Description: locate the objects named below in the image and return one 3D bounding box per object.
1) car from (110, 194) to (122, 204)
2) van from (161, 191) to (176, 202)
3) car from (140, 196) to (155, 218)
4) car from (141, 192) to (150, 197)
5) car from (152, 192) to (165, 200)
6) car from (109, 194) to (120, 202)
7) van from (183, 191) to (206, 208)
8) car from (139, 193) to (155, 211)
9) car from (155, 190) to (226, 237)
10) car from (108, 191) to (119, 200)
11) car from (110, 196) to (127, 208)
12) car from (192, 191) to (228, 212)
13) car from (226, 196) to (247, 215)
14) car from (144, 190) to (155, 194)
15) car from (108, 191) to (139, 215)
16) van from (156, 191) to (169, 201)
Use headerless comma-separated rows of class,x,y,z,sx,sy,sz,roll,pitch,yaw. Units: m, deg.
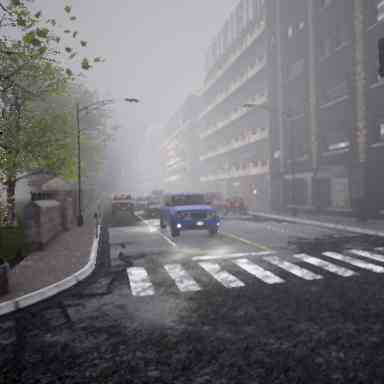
car,-11.941,1.109,52.171,1.752,1.417,4.829,0,1,-14
van,-3.872,0.719,54.425,1.690,1.788,3.998,0,1,-14
car,-2.715,1.295,26.728,1.994,1.385,4.181,-1,1,-15
car,-12.148,0.685,86.515,1.947,1.339,4.313,0,1,-14
car,-6.672,0.816,65.286,1.752,1.417,4.829,0,1,-14
car,-14.742,1.047,63.032,2.008,1.369,4.403,0,1,-14
van,0.268,0.848,38.379,1.690,1.788,3.998,0,1,-14
car,-5.208,1.200,36.410,2.033,1.411,5.357,-1,1,-15
car,-0.332,1.027,17.453,2.150,2.045,5.566,-1,1,-14
car,-17.502,0.725,73.726,2.192,1.841,5.009,0,1,-14
car,-9.224,1.234,41.640,1.947,1.339,4.313,0,1,-14
car,1.647,0.865,33.031,2.192,1.841,5.009,0,1,-14
car,3.027,1.033,27.684,1.967,1.590,4.097,0,1,-14
car,-5.301,0.695,49.525,2.150,2.045,5.566,-1,0,-14
car,-6.465,1.070,30.940,2.192,1.841,5.009,0,1,-14
van,-5.251,0.676,59.773,1.690,1.788,3.998,0,1,-14
